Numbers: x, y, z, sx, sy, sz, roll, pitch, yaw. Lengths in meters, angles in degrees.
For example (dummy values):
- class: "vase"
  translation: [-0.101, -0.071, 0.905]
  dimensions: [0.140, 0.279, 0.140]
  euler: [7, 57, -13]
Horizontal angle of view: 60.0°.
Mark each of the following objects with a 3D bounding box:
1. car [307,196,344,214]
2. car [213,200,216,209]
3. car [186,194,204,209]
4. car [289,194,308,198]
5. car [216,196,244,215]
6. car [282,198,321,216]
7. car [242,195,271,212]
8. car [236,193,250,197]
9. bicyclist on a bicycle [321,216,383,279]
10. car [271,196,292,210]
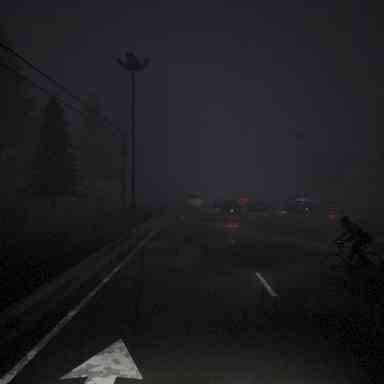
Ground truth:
- class: "car"
  translation: [14.305, 1.492, 35.320]
  dimensions: [2.128, 1.511, 4.902]
  euler: [0, 0, 0]
- class: "car"
  translation: [3.835, 1.547, 44.320]
  dimensions: [2.033, 1.411, 5.357]
  euler: [0, 0, 1]
- class: "car"
  translation: [0.354, 1.221, 44.474]
  dimensions: [2.150, 2.045, 5.566]
  euler: [0, 0, 1]
- class: "car"
  translation: [14.355, 1.221, 45.568]
  dimensions: [2.150, 2.045, 5.566]
  euler: [0, 0, 0]
- class: "car"
  translation: [3.796, 1.505, 33.834]
  dimensions: [1.837, 1.490, 4.892]
  euler: [0, 0, 0]
- class: "car"
  translation: [10.791, 1.564, 33.182]
  dimensions: [1.994, 1.385, 4.181]
  euler: [0, 0, 0]
- class: "car"
  translation: [7.323, 1.478, 38.320]
  dimensions: [1.882, 1.535, 5.008]
  euler: [0, 0, 1]
- class: "car"
  translation: [7.364, 1.221, 48.333]
  dimensions: [2.150, 2.045, 5.566]
  euler: [0, 0, 1]
- class: "bicyclist on a bicycle"
  translation: [4.144, 1.455, 8.624]
  dimensions: [1.656, 1.620, 0.582]
  euler: [-2, 0, 0]
- class: "car"
  translation: [10.830, 1.547, 43.197]
  dimensions: [2.033, 1.411, 5.357]
  euler: [0, 0, 0]
